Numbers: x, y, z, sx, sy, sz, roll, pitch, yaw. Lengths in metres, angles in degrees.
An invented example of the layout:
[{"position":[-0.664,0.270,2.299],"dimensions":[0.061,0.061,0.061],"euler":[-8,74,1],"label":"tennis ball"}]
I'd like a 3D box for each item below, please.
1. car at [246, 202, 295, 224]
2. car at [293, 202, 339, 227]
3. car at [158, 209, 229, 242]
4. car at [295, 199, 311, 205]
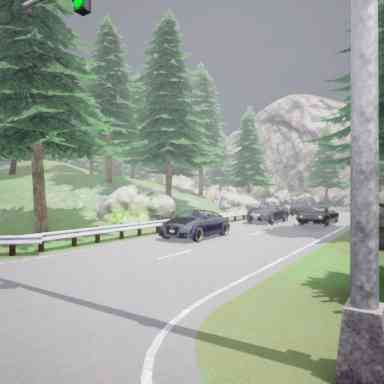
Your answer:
[{"position":[5.706,1.508,24.895],"dimensions":[2.128,1.511,4.902],"euler":[0,0,34],"label":"car"},{"position":[8.839,1.642,23.096],"dimensions":[1.895,1.301,4.718],"euler":[0,0,34],"label":"car"},{"position":[0.199,1.579,16.613],"dimensions":[1.994,1.385,4.181],"euler":[0,0,34],"label":"car"},{"position":[11.145,1.523,33.544],"dimensions":[1.837,1.490,4.892],"euler":[0,0,27],"label":"car"}]
